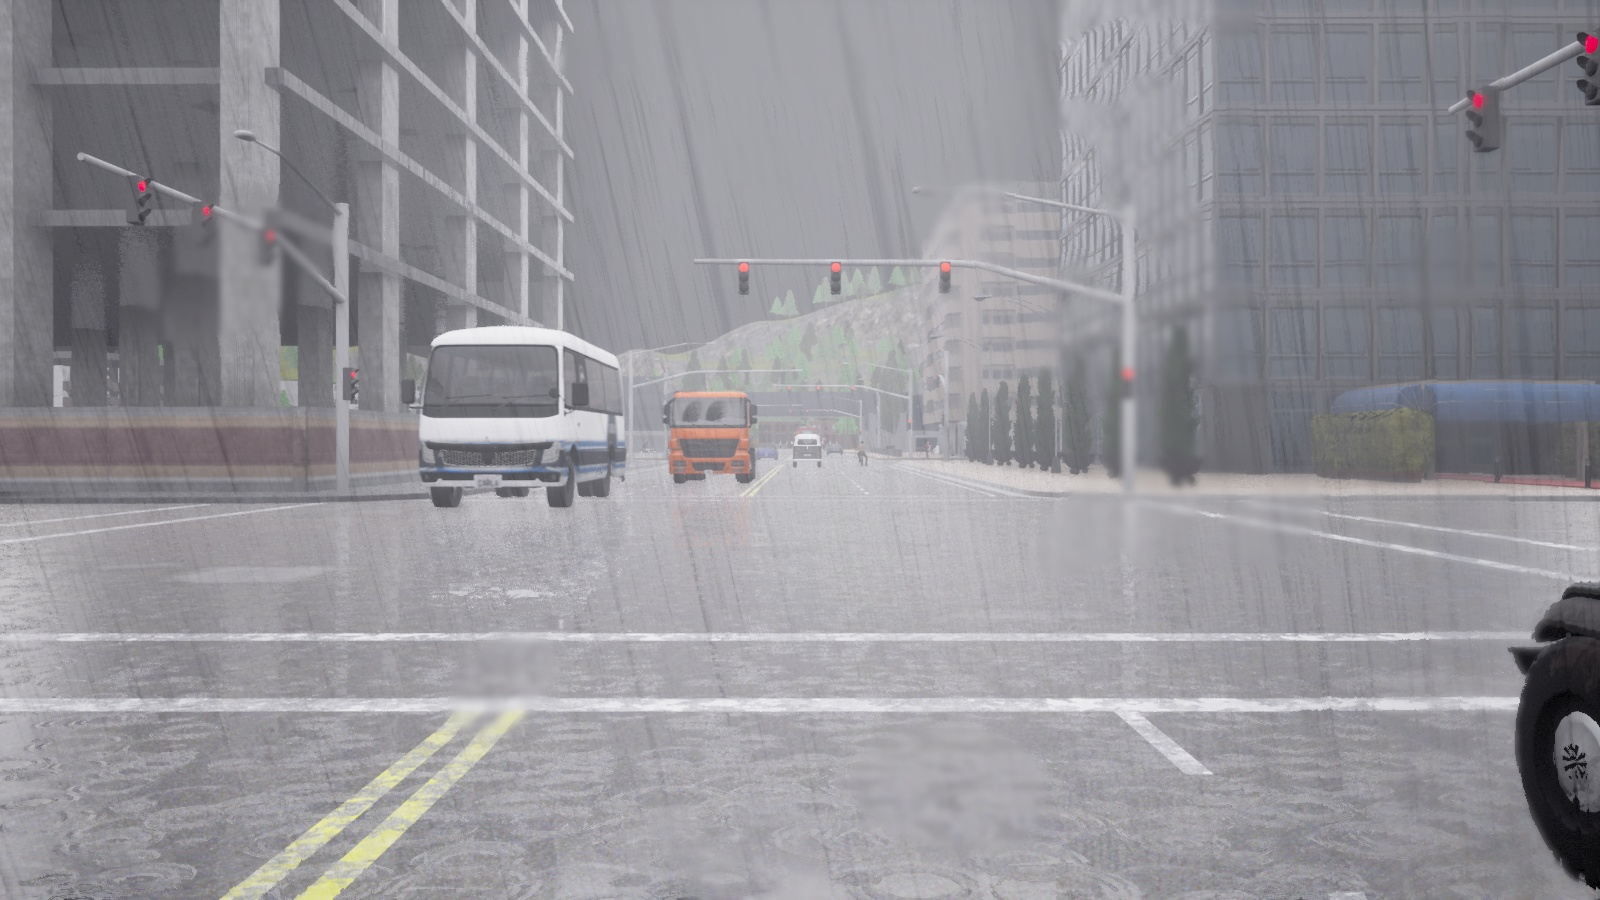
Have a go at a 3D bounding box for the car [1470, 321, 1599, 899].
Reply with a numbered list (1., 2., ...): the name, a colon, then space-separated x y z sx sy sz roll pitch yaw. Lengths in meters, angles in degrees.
1. car: 3.532 0.529 2.910 1.905 1.878 3.866 0 0 0

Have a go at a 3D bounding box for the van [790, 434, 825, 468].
1. van: 0.452 0.032 77.677 2.069 2.038 4.480 0 0 0

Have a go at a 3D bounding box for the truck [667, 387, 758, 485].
1. truck: -3.213 -0.509 48.292 2.891 3.462 7.936 0 0 0

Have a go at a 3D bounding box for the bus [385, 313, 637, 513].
1. bus: -6.805 -0.815 31.806 3.944 4.253 10.273 0 0 0
